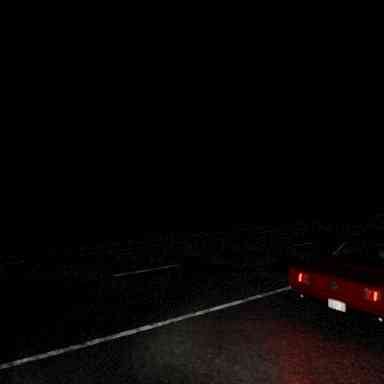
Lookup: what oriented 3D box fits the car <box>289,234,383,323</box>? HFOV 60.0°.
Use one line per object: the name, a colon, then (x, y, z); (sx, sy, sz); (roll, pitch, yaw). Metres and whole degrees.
car: (4.177, 1.531, 6.705); (4.718, 1.301, 1.895); (-1, 1, -35)
